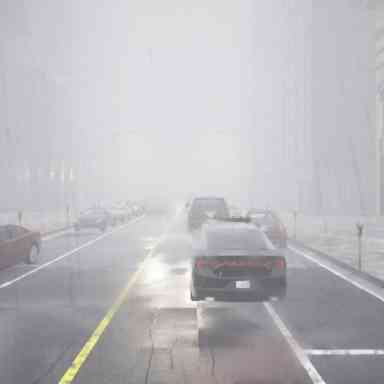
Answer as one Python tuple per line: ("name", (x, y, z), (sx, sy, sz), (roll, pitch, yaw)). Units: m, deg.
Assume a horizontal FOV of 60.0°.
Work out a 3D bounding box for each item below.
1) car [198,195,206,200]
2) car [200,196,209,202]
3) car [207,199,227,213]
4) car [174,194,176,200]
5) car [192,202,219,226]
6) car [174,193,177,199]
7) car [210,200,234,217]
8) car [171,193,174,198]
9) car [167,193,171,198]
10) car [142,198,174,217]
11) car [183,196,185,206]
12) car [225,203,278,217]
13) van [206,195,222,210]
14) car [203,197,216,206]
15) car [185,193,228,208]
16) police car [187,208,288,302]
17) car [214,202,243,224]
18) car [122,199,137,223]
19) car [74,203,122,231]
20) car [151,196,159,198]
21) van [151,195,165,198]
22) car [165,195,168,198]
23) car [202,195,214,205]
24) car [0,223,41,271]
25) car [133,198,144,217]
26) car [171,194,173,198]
("car", (2.758, 1.570, 93.077), (1.947, 1.339, 4.313), (0, 0, 0))
("car", (2.760, 1.546, 76.270), (1.887, 1.381, 4.507), (0, 0, 0))
("car", (2.763, 1.544, 37.055), (1.887, 1.381, 4.507), (0, 0, 0))
("car", (-5.766, 1.568, 81.860), (1.947, 1.339, 4.313), (0, 0, 0))
("car", (0.898, 1.525, 24.327), (1.812, 1.442, 4.674), (0, 0, 0))
("car", (-5.766, 1.318, 87.462), (2.192, 1.841, 5.009), (0, 0, 0))
("car", (2.763, 1.544, 31.453), (1.887, 1.381, 4.507), (0, 0, 0))
("car", (-5.765, 1.441, 76.258), (1.967, 1.590, 4.097), (0, 0, 0))
("car", (-5.765, 1.441, 65.055), (1.967, 1.590, 4.097), (0, 0, 0))
("car", (-3.098, 1.547, 31.722), (2.033, 1.411, 5.357), (0, 0, 0))
("car", (0.036, 1.526, 46.648), (1.812, 1.442, 4.674), (0, 0, 0))
("car", (2.765, 1.439, 14.646), (1.967, 1.590, 4.097), (0, 0, 0))
("van", (2.763, 1.341, 42.657), (1.690, 1.788, 3.998), (0, 0, 0))
("car", (2.761, 1.545, 53.862), (1.887, 1.381, 4.507), (0, 0, 0))
("car", (0.819, 1.223, 18.349), (2.150, 2.045, 5.566), (0, 0, -1))
("police car", (0.899, 1.425, 8.437), (1.930, 1.638, 5.238), (0, 0, 0))
("car", (2.764, 1.525, 26.021), (1.752, 1.417, 4.829), (0, 0, 0))
("car", (-5.762, 1.525, 25.672), (1.752, 1.417, 4.829), (0, 0, 0))
("car", (-5.761, 1.581, 20.240), (1.802, 1.307, 4.206), (0, 0, 0))
("car", (-5.763, 1.544, 42.648), (1.887, 1.381, 4.507), (0, 0, 0))
("van", (-5.763, 1.341, 53.852), (1.690, 1.788, 3.998), (0, 0, 0))
("car", (-5.765, 1.582, 59.453), (1.802, 1.307, 4.206), (0, 0, 0))
("car", (2.761, 1.440, 59.464), (1.967, 1.590, 4.097), (0, 0, 0))
("car", (-5.760, 1.544, 9.037), (1.887, 1.381, 4.507), (0, 0, 0))
("car", (-5.762, 1.439, 31.444), (1.967, 1.590, 4.097), (0, 0, 0))
("car", (-5.765, 1.567, 70.656), (1.947, 1.339, 4.313), (0, 0, 0))
